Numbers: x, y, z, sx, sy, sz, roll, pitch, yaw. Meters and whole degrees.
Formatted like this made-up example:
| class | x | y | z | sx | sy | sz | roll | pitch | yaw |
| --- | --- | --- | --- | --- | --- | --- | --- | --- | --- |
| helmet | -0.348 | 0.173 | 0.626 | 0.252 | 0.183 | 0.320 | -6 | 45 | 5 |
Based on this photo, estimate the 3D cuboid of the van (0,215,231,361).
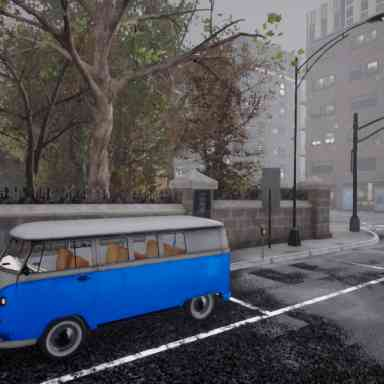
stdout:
| class | x | y | z | sx | sy | sz | roll | pitch | yaw |
| --- | --- | --- | --- | --- | --- | --- | --- | --- | --- |
| van | -1.188 | 1.342 | 5.642 | 3.998 | 1.788 | 1.690 | 0 | 1 | -35 |
